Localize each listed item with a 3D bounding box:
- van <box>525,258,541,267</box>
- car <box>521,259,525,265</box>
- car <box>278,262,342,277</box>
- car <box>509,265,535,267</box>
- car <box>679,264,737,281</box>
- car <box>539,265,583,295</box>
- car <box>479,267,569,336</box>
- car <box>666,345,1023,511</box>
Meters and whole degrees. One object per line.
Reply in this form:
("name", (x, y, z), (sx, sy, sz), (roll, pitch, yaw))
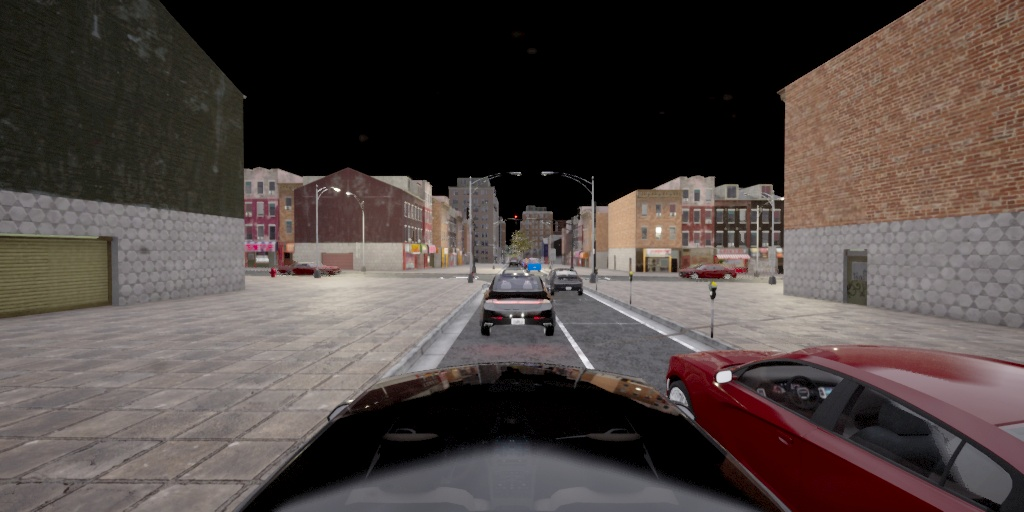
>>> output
("van", (2.860, 1.211, 46.258), (1.690, 1.789, 3.998), (0, 0, 0))
("car", (2.914, 1.249, 56.839), (2.192, 1.841, 5.009), (0, 0, 0))
("car", (-17.607, 1.194, 31.468), (4.718, 1.301, 1.895), (1, 1, 0))
("car", (0.219, 1.369, 20.436), (1.895, 1.301, 4.718), (0, 0, 1))
("car", (18.605, 1.511, 34.167), (5.008, 1.535, 1.882), (1, 1, 0))
("car", (2.723, 1.316, 19.303), (2.007, 1.370, 4.403), (0, 0, 0))
("car", (0.142, 1.244, 10.393), (2.128, 1.511, 4.902), (0, 0, 0))
("car", (2.638, 1.294, 2.428), (1.888, 1.381, 4.507), (0, 0, 0))
